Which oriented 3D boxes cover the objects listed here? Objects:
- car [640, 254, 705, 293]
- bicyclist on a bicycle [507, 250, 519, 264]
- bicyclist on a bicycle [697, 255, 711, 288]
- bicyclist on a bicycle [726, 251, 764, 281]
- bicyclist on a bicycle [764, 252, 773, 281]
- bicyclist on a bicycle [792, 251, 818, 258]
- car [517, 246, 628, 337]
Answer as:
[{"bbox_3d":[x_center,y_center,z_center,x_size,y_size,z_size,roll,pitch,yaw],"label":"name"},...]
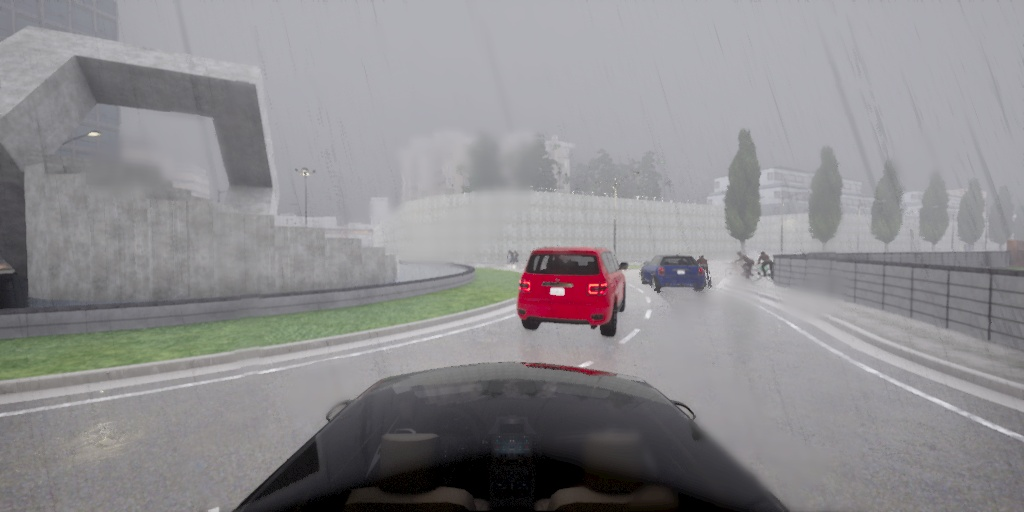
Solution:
[{"bbox_3d":[7.685,0.683,17.558,2.097,1.767,4.553,0,2,10],"label":"car"},{"bbox_3d":[0.390,0.098,41.616,0.582,1.620,1.656,12,13,35],"label":"bicyclist on a bicycle"},{"bbox_3d":[9.514,0.776,17.910,0.582,1.620,1.656,0,1,15],"label":"bicyclist on a bicycle"},{"bbox_3d":[12.736,0.579,19.759,1.656,1.620,0.582,1,2,32],"label":"bicyclist on a bicycle"},{"bbox_3d":[14.187,0.572,20.177,0.582,1.620,1.656,0,1,5],"label":"bicyclist on a bicycle"},{"bbox_3d":[16.275,0.346,20.095,0.582,1.656,1.620,27,-11,-3],"label":"bicyclist on a bicycle"},{"bbox_3d":[1.885,0.753,9.910,2.150,2.045,5.566,1,2,21],"label":"car"}]
